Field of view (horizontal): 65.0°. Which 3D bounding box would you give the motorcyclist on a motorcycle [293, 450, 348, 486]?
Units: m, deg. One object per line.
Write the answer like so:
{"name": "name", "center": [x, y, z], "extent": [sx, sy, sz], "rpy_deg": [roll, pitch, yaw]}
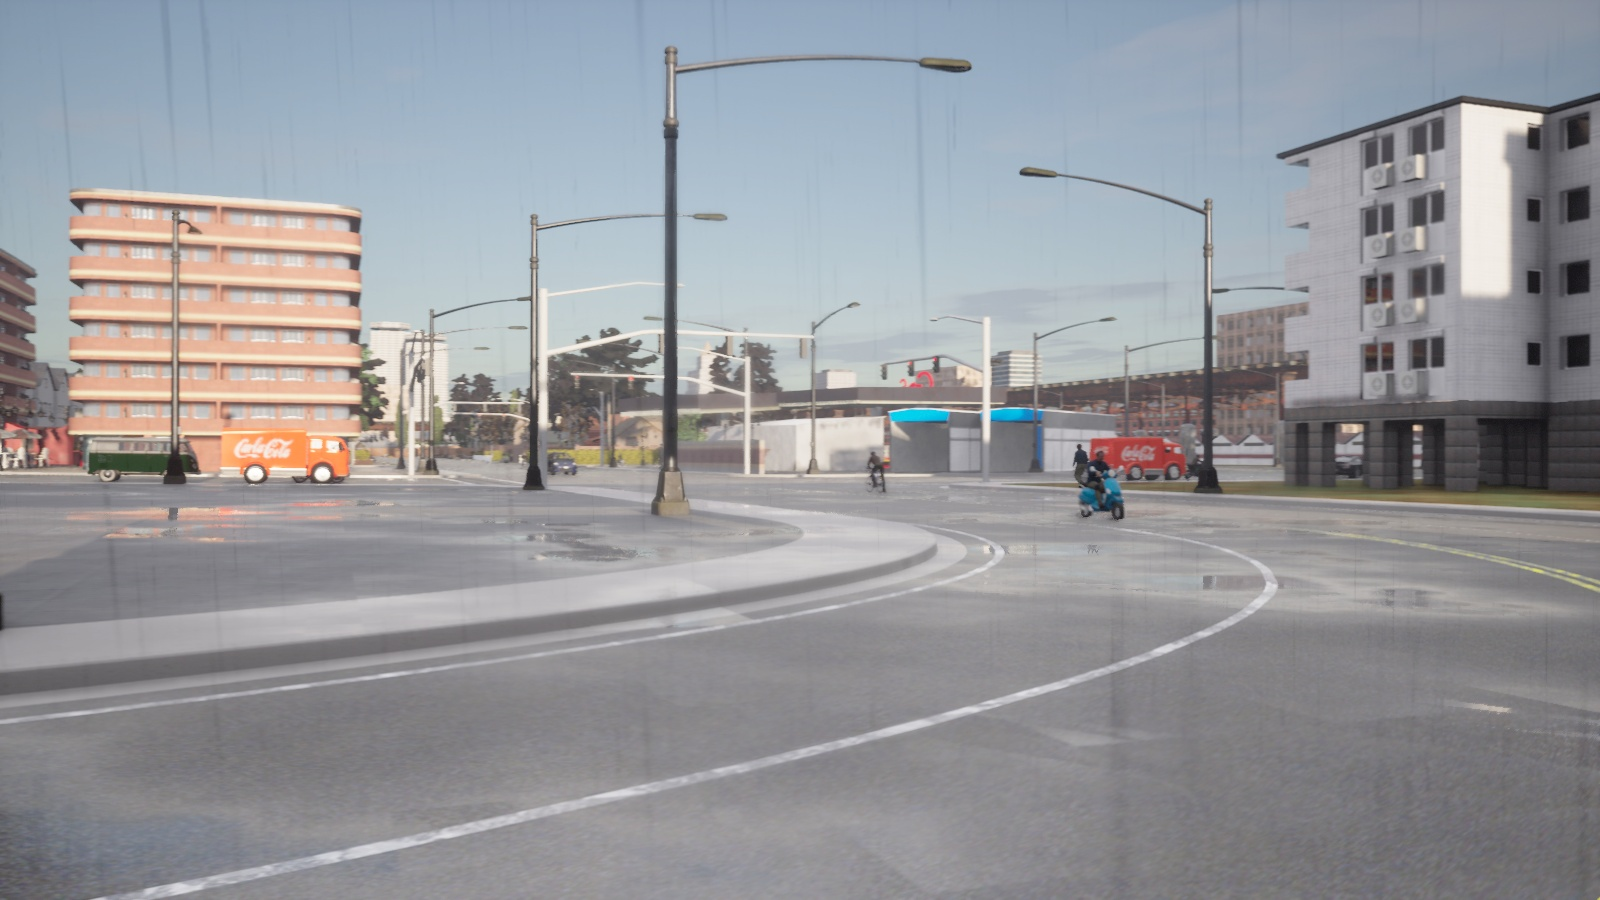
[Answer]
{"name": "motorcyclist on a motorcycle", "center": [-22.296, 0.847, 58.419], "extent": [2.350, 1.649, 0.766], "rpy_deg": [1, -1, -22]}

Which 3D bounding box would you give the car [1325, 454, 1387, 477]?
{"name": "car", "center": [35.460, 0.953, 80.021], "extent": [4.674, 1.442, 1.812], "rpy_deg": [0, 0, -42]}

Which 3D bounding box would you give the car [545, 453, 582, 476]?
{"name": "car", "center": [-16.776, 1.010, 88.986], "extent": [1.851, 1.617, 3.988], "rpy_deg": [0, 0, -22]}

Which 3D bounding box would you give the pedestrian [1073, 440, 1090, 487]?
{"name": "pedestrian", "center": [11.063, 0.543, 49.360], "extent": [0.370, 1.835, 0.726], "rpy_deg": [0, 0, -17]}

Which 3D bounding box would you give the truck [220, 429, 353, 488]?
{"name": "truck", "center": [-22.299, 0.384, 54.747], "extent": [5.204, 2.467, 2.627], "rpy_deg": [1, 0, -21]}

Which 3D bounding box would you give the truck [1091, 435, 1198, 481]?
{"name": "truck", "center": [19.072, 0.451, 69.615], "extent": [5.204, 2.467, 2.627], "rpy_deg": [0, 0, -22]}

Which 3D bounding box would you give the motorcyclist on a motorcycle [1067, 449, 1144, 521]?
{"name": "motorcyclist on a motorcycle", "center": [7.021, 0.782, 28.949], "extent": [0.866, 1.590, 1.817], "rpy_deg": [-1, 0, -19]}

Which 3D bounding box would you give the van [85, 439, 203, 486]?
{"name": "van", "center": [-29.154, 0.565, 55.922], "extent": [4.442, 1.987, 1.775], "rpy_deg": [1, -1, -21]}

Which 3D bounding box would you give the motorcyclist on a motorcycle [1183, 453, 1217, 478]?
{"name": "motorcyclist on a motorcycle", "center": [24.230, 0.928, 76.023], "extent": [2.044, 1.523, 0.797], "rpy_deg": [0, -1, -29]}
